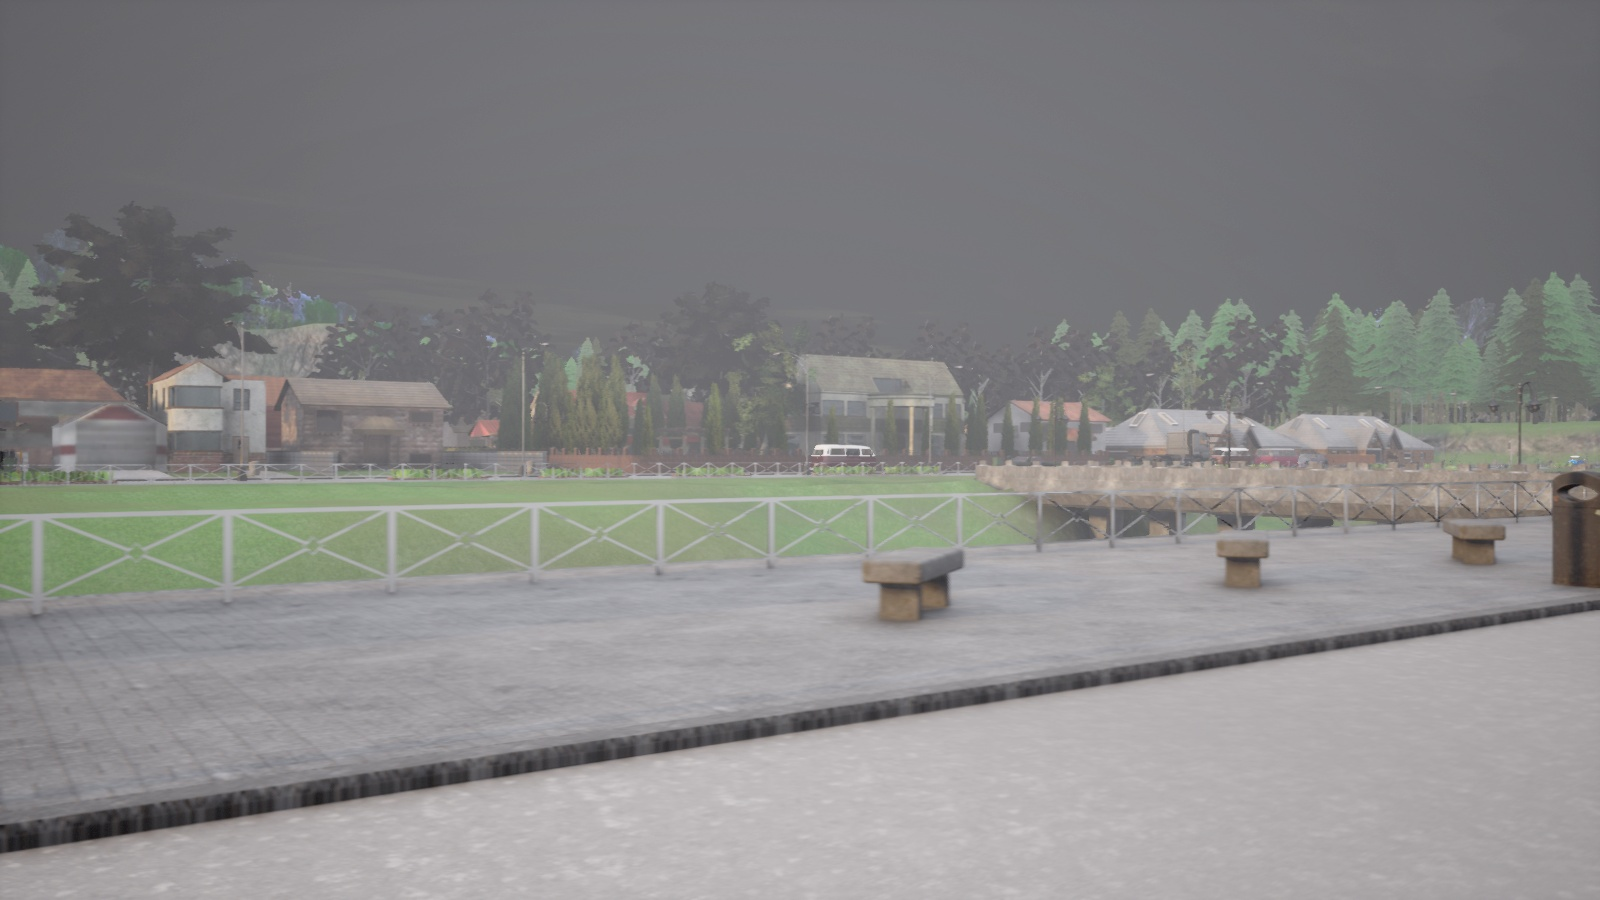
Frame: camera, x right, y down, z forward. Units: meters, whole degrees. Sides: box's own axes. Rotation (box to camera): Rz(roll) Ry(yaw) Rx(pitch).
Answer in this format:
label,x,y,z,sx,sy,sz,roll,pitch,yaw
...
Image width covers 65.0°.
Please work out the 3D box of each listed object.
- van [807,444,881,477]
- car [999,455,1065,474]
label,x,y,z,sx,sy,sz,roll,pitch,yaw
van,2.854,0.662,81.419,4.480,2.038,2.069,0,0,-35
car,16.860,1.033,91.163,4.718,1.301,1.895,0,0,-35
